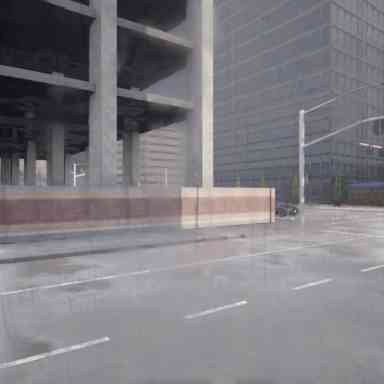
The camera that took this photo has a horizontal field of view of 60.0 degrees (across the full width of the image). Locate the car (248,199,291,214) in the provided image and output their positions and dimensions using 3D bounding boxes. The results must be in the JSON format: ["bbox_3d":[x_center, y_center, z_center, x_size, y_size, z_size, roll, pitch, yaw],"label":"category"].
[{"bbox_3d":[8.517,1.526,36.916,1.812,1.442,4.674,0,0,-36],"label":"car"}]

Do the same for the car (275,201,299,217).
[{"bbox_3d":[8.109,1.564,31.516,1.994,1.385,4.181,0,0,-36],"label":"car"}]

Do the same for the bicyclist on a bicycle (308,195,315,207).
[{"bbox_3d":[16.586,1.301,46.203,1.656,1.620,0.582,0,0,-36],"label":"bicyclist on a bicycle"}]
